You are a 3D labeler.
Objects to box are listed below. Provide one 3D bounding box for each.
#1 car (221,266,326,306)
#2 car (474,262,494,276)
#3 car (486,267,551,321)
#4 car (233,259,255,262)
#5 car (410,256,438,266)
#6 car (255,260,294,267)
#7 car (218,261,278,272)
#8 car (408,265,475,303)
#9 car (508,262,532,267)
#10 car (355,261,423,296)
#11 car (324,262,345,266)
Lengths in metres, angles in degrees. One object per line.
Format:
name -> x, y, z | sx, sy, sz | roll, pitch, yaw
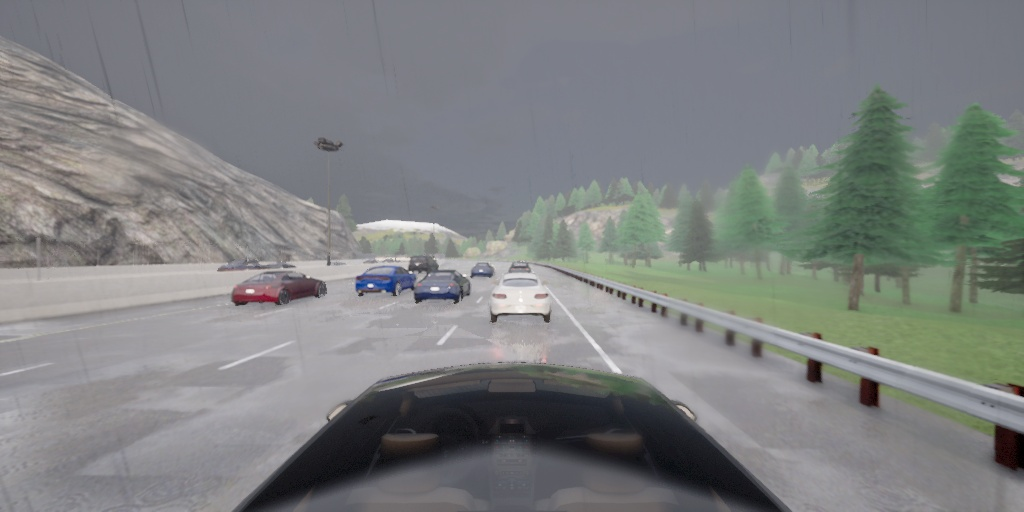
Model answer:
car -> -10.128, 1.336, 15.939 | 1.994, 1.385, 4.181 | 0, 0, 1
car -> -2.732, 1.297, 34.105 | 1.994, 1.385, 4.181 | 0, 0, 1
car -> 0.281, 1.266, 12.205 | 1.812, 1.442, 4.674 | 0, 0, 1
car -> -30.776, 1.173, 40.778 | 2.097, 1.767, 4.553 | 0, 0, 1
car -> -9.624, 0.973, 39.242 | 2.150, 2.045, 5.566 | 0, 0, 1
car -> -27.250, 1.373, 41.917 | 1.994, 1.385, 4.181 | 0, 0, 1
car -> -23.969, 1.406, 32.461 | 1.895, 1.301, 4.718 | 0, 0, 1
car -> -3.111, 1.312, 16.685 | 1.994, 1.385, 4.181 | 0, 0, 1
car -> 0.678, 1.216, 30.150 | 2.128, 1.511, 4.902 | 0, 0, 1
car -> -6.558, 1.235, 19.230 | 1.882, 1.535, 5.008 | 0, 0, 1
car -> -20.273, 1.350, 41.043 | 1.994, 1.385, 4.181 | 0, 0, 1
